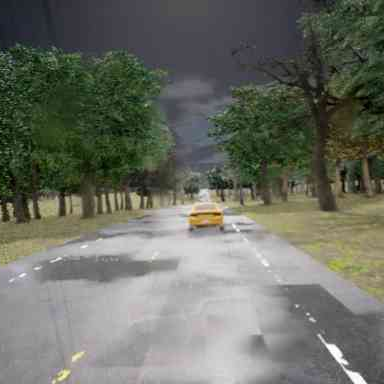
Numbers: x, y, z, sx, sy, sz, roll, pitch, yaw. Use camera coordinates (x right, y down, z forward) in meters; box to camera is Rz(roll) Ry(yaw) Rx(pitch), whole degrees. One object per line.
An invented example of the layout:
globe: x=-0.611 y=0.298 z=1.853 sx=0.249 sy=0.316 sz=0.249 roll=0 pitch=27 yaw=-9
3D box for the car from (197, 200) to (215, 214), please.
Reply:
car: x=1.556 y=1.586 z=36.972 sx=1.895 sy=1.301 sz=4.718 roll=-3 pitch=-1 yaw=3

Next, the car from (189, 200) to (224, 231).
car: x=0.833 y=1.357 z=19.748 sx=1.882 sy=1.535 sz=5.008 roll=-3 pitch=0 yaw=3
